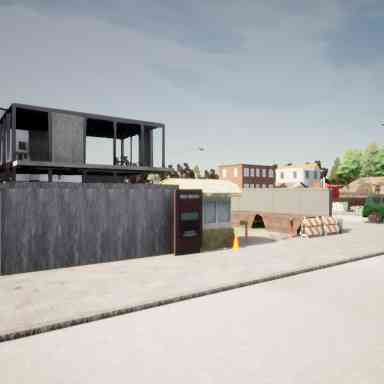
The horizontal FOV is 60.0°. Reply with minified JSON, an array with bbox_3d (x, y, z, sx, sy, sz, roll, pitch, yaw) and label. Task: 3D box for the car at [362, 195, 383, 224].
[{"bbox_3d":[14.395,1.223,22.346,2.150,2.045,5.566,0,0,-30],"label":"car"}]
